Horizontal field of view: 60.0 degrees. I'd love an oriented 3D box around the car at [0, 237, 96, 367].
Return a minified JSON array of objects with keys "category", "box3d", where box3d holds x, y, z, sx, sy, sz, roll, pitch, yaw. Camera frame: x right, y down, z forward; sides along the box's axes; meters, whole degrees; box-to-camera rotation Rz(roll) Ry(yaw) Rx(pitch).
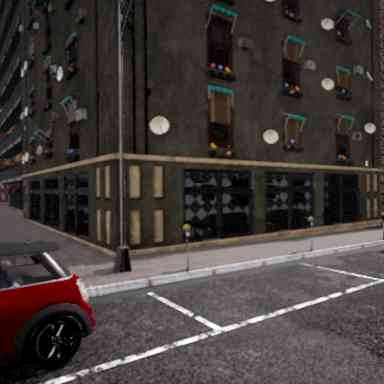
[{"category":"car","box3d":[-3.447,1.437,4.119,4.097,1.590,1.967,0,-1,-36]}]
